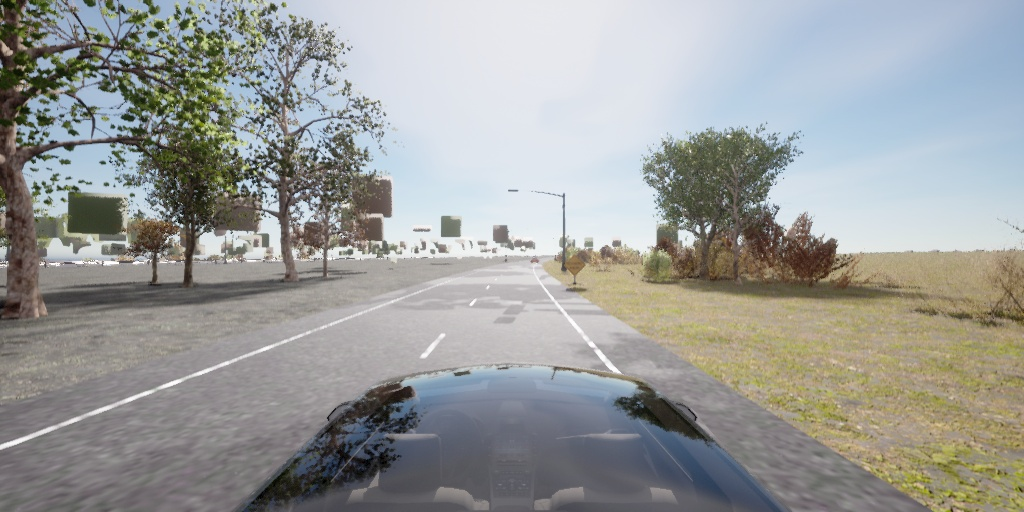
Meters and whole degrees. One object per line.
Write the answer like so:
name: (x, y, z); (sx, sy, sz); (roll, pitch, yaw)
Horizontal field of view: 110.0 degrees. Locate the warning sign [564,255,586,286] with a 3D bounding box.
warning sign: (3.770, 0.841, 21.516); (1.300, 1.860, 1.060); (0, 0, 1)
